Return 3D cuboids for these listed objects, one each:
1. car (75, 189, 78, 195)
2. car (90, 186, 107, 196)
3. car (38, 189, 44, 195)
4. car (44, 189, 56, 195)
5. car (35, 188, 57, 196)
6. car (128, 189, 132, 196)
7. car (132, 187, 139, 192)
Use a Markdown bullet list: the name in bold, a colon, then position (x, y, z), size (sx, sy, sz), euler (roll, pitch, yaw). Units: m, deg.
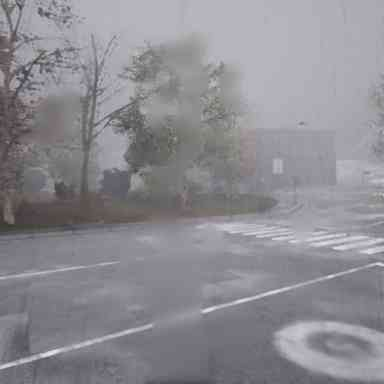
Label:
- **car**: position (-22.453, -0.131, 71.765), size (2.435, 2.045, 5.566), euler (-1, 3, 18)
- **car**: position (-20.091, 0.151, 69.958), size (2.163, 1.488, 4.792), euler (-1, 2, 17)
- **car**: position (-34.088, -0.009, 81.031), size (2.097, 1.535, 5.008), euler (0, 3, 19)
- **car**: position (-31.837, 0.029, 78.988), size (1.946, 1.575, 5.366), euler (0, 3, 19)
- **car**: position (-36.412, -0.040, 82.894), size (2.097, 1.535, 5.008), euler (-1, 3, 19)
- **car**: position (-10.615, -0.105, 62.773), size (2.185, 1.767, 4.553), euler (-2, 2, 16)
- **car**: position (-8.221, -0.280, 61.059), size (2.435, 2.045, 5.566), euler (-2, 2, 16)
